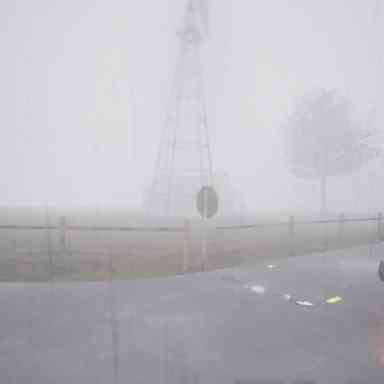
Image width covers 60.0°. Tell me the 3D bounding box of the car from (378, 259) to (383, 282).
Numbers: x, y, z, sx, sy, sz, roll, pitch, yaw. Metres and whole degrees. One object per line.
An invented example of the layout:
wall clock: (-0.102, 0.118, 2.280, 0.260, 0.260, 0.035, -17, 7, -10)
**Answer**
car: (6.487, 1.787, 8.099, 4.718, 1.301, 1.895, 2, 1, -39)
